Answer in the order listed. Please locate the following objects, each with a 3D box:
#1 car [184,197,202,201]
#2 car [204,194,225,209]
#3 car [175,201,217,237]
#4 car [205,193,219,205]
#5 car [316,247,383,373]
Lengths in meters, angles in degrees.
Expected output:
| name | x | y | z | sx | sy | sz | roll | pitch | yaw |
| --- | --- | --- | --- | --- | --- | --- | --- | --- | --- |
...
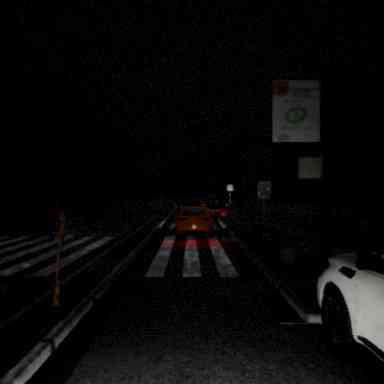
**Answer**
| name | x | y | z | sx | sy | sz | roll | pitch | yaw |
| --- | --- | --- | --- | --- | --- | --- | --- | --- | --- |
| car | 0.103 | 1.346 | 39.593 | 1.837 | 1.490 | 4.892 | 0 | 2 | 0 |
| car | 2.928 | 1.126 | 41.843 | 2.097 | 1.767 | 4.553 | 0 | 2 | 0 |
| car | 0.101 | 1.475 | 18.124 | 1.882 | 1.535 | 5.008 | 0 | 0 | 0 |
| car | 2.929 | 1.022 | 49.868 | 1.882 | 1.535 | 5.008 | 0 | 2 | 0 |
| car | 3.049 | 1.230 | 2.948 | 2.435 | 2.045 | 5.566 | 0 | 0 | 0 |
